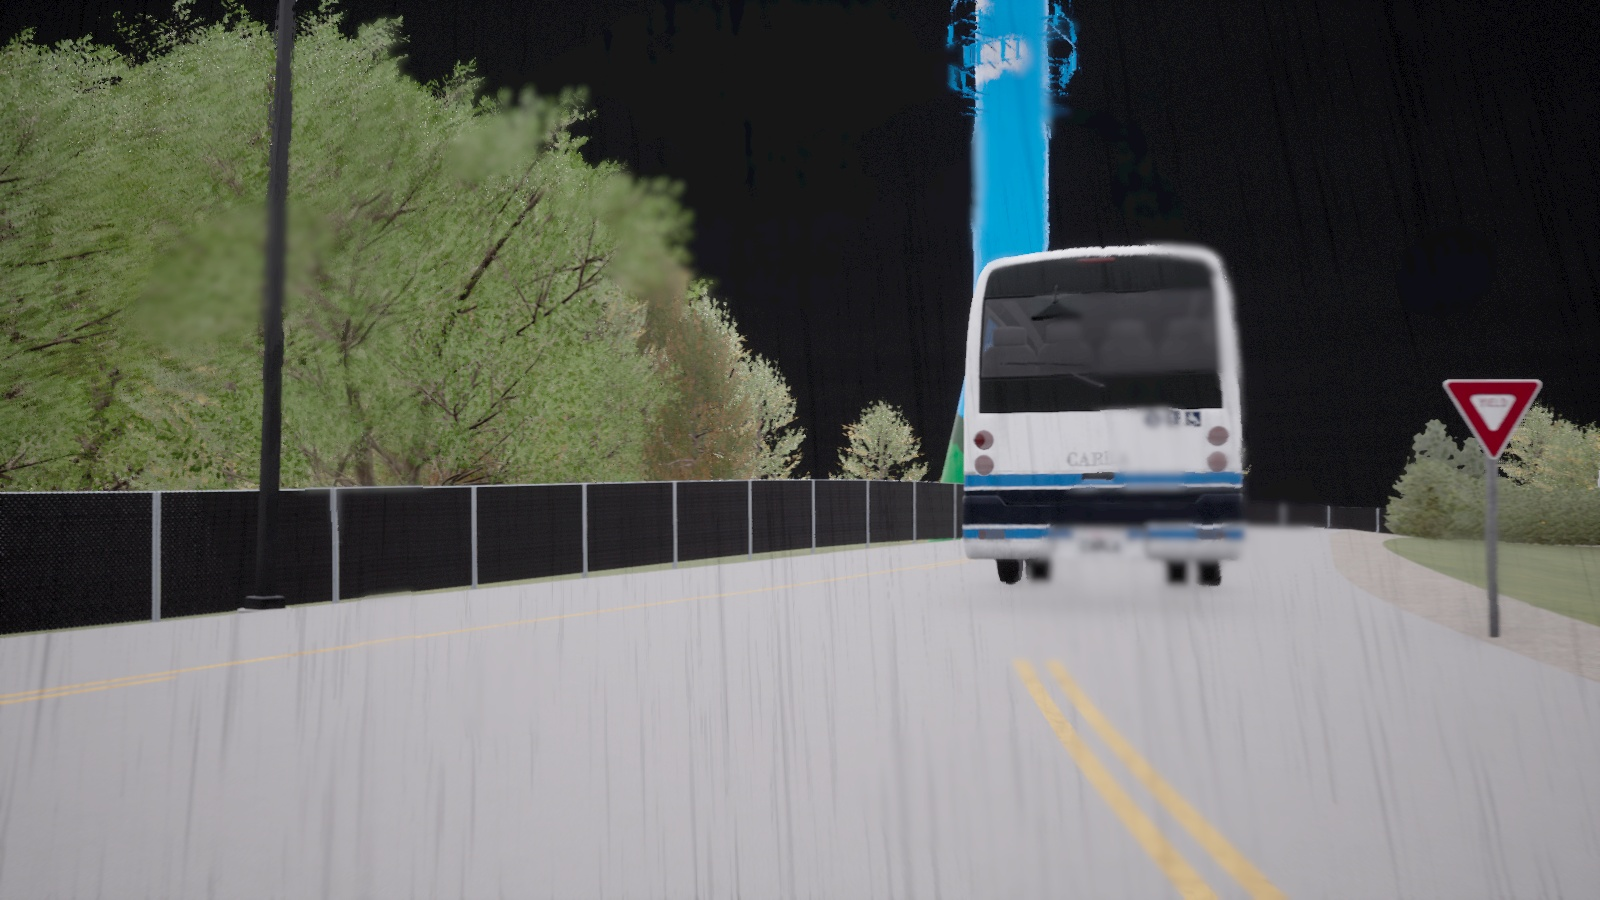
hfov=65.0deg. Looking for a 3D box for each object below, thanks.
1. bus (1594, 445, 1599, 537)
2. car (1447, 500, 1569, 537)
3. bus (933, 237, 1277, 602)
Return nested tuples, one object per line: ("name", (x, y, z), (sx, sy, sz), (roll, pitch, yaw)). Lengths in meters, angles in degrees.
("bus", (42.117, 1.967, 56.681), (10.273, 4.253, 3.944), (2, -4, -4))
("car", (32.809, 3.167, 58.175), (5.366, 1.575, 1.801), (2, -4, -19))
("bus", (4.985, -0.247, 20.089), (3.944, 4.253, 10.273), (-1, -1, 16))
